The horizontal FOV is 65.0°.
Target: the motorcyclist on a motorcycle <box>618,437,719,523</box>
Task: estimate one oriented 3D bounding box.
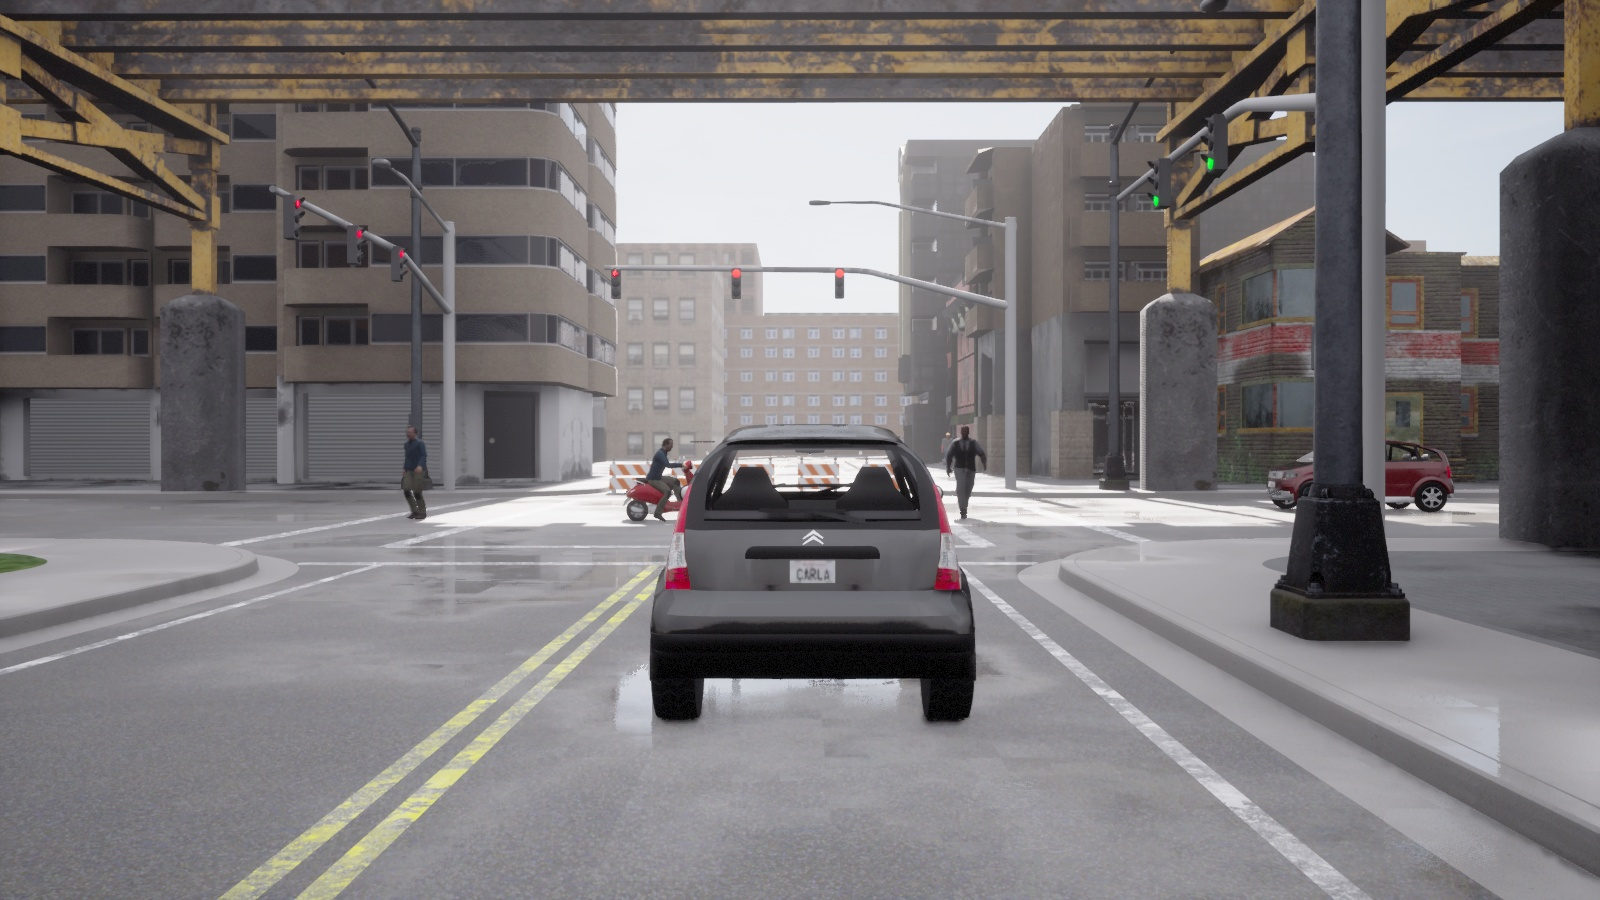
[{"bbox_3d":[-2.492,0.562,23.961,1.817,1.590,0.866,0,0,0],"label":"motorcyclist on a motorcycle"}]

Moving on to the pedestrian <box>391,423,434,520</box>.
[{"bbox_3d":[-7.456,0.400,24.161,0.402,1.842,0.726,0,0,25],"label":"pedestrian"}]

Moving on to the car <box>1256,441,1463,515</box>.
[{"bbox_3d":[12.146,0.580,27.426,3.705,1.549,1.789,0,0,0],"label":"car"}]

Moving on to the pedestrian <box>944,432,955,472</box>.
[{"bbox_3d":[6.833,0.093,57.487,0.354,1.836,0.706,0,0,-7],"label":"pedestrian"}]

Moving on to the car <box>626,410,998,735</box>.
[{"bbox_3d":[0.073,0.598,8.243,1.851,1.617,3.988,0,0,0],"label":"car"}]

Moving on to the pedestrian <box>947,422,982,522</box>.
[{"bbox_3d":[3.165,0.411,24.177,0.563,1.883,0.849,0,0,1],"label":"pedestrian"}]
